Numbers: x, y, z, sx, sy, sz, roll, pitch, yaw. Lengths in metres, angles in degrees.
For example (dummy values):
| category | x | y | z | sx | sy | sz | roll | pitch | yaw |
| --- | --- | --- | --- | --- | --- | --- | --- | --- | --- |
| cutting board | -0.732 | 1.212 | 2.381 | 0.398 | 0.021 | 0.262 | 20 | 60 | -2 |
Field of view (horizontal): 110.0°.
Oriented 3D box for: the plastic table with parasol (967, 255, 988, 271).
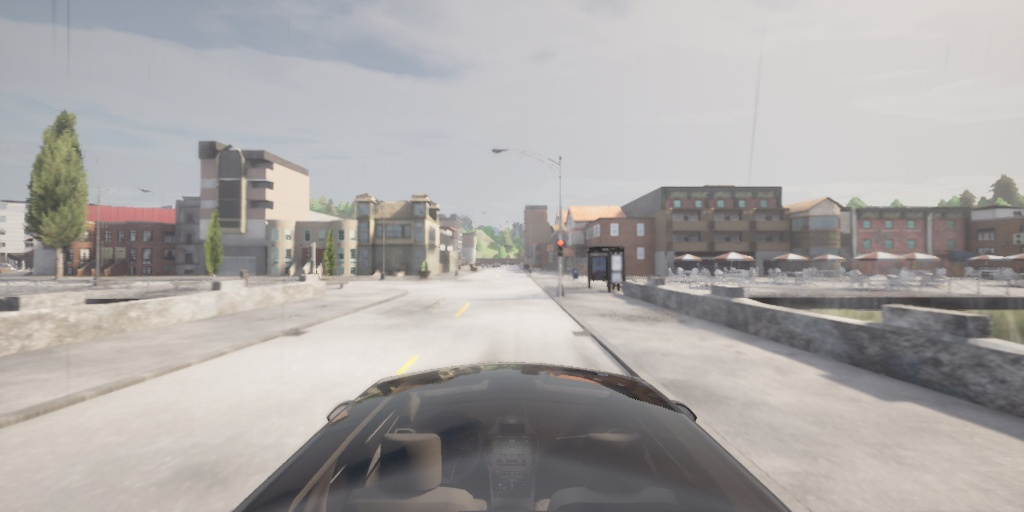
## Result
| category | x | y | z | sx | sy | sz | roll | pitch | yaw |
| --- | --- | --- | --- | --- | --- | --- | --- | --- | --- |
| plastic table with parasol | 46.714 | 1.107 | 35.238 | 2.482 | 2.480 | 2.482 | 0 | 0 | 0 |

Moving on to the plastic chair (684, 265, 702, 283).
| category | x | y | z | sx | sy | sz | roll | pitch | yaw |
| --- | --- | --- | --- | --- | --- | --- | --- | --- | --- |
| plastic chair | 15.812 | 1.662 | 31.275 | 0.750 | 1.272 | 0.730 | 0 | 0 | 0 |

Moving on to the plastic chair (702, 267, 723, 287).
| category | x | y | z | sx | sy | sz | roll | pitch | yaw |
| --- | --- | --- | --- | --- | --- | --- | --- | --- | --- |
| plastic chair | 13.908 | 1.579 | 24.877 | 0.730 | 1.272 | 0.750 | 0 | 0 | 0 |

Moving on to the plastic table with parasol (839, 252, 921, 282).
| category | x | y | z | sx | sy | sz | roll | pitch | yaw |
| --- | --- | --- | --- | --- | --- | --- | --- | --- | --- |
| plastic table with parasol | 23.807 | 0.954 | 23.322 | 2.482 | 2.480 | 2.482 | 0 | 0 | 0 |

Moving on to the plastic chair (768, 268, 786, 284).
| category | x | y | z | sx | sy | sz | roll | pitch | yaw |
| --- | --- | --- | --- | --- | --- | --- | --- | --- | --- |
| plastic chair | 21.711 | 1.639 | 29.572 | 0.730 | 1.272 | 0.750 | 0 | 0 | 0 |

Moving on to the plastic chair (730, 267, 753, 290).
| category | x | y | z | sx | sy | sz | roll | pitch | yaw |
| --- | --- | --- | --- | --- | --- | --- | --- | --- | --- |
| plastic chair | 15.007 | 1.561 | 23.476 | 0.750 | 1.272 | 0.730 | 0 | 0 | 0 |

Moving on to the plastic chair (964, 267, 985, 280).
| category | x | y | z | sx | sy | sz | roll | pitch | yaw |
| --- | --- | --- | --- | --- | --- | --- | --- | --- | --- |
| plastic chair | 45.514 | 1.712 | 35.359 | 0.730 | 1.272 | 0.750 | 0 | 0 | 0 |

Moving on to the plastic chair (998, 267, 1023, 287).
| category | x | y | z | sx | sy | sz | roll | pitch | yaw |
| --- | --- | --- | --- | --- | --- | --- | --- | --- | --- |
| plastic chair | 36.671 | 1.594 | 26.262 | 0.730 | 1.272 | 0.750 | 0 | 0 | 0 |

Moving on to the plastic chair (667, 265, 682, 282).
| category | x | y | z | sx | sy | sz | roll | pitch | yaw |
| --- | --- | --- | --- | --- | --- | --- | --- | --- | --- |
| plastic chair | 14.712 | 1.681 | 32.676 | 0.730 | 1.272 | 0.750 | 0 | 0 | 0 |

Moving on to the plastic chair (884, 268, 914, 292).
| category | x | y | z | sx | sy | sz | roll | pitch | yaw |
| --- | --- | --- | --- | --- | --- | --- | --- | --- | --- |
| plastic chair | 23.706 | 1.540 | 21.972 | 0.750 | 1.272 | 0.730 | 0 | 0 | 0 |

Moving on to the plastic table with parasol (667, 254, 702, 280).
| category | x | y | z | sx | sy | sz | roll | pitch | yaw |
| --- | --- | --- | --- | --- | --- | --- | --- | --- | --- |
| plastic table with parasol | 15.932 | 1.075 | 32.555 | 2.482 | 2.480 | 2.482 | 0 | 0 | 0 |

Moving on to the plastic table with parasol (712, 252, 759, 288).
| category | x | y | z | sx | sy | sz | roll | pitch | yaw |
| --- | --- | --- | --- | --- | --- | --- | --- | --- | --- |
| plastic table with parasol | 15.178 | 0.973 | 24.736 | 2.482 | 2.480 | 2.482 | 0 | 0 | 0 |

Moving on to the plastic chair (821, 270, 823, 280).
| category | x | y | z | sx | sy | sz | roll | pitch | yaw |
| --- | --- | --- | --- | --- | --- | --- | --- | --- | --- |
| plastic chair | 28.813 | 1.700 | 34.268 | 0.730 | 1.272 | 0.750 | 0 | 0 | 0 |

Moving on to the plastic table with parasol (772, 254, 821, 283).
| category | x | y | z | sx | sy | sz | roll | pitch | yaw |
| --- | --- | --- | --- | --- | --- | --- | --- | --- | --- |
| plastic table with parasol | 22.911 | 1.035 | 29.522 | 2.482 | 2.480 | 2.482 | 0 | 0 | 0 |

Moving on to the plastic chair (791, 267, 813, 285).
| category | x | y | z | sx | sy | sz | roll | pitch | yaw |
| --- | --- | --- | --- | --- | --- | --- | --- | --- | --- |
| plastic chair | 22.810 | 1.621 | 28.172 | 0.750 | 1.272 | 0.730 | 0 | 0 | 0 |

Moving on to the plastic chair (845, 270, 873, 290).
| category | x | y | z | sx | sy | sz | roll | pitch | yaw |
| --- | --- | --- | --- | --- | --- | --- | --- | --- | --- |
| plastic chair | 22.607 | 1.559 | 23.372 | 0.730 | 1.272 | 0.750 | 0 | 0 | 0 |

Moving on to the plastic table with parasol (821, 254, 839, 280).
| category | x | y | z | sx | sy | sz | roll | pitch | yaw |
| --- | --- | --- | --- | --- | --- | --- | --- | --- | --- |
| plastic table with parasol | 30.243 | 1.095 | 34.237 | 2.482 | 2.480 | 2.482 | 0 | 0 | 0 |

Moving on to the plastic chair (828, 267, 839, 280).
| category | x | y | z | sx | sy | sz | roll | pitch | yaw |
| --- | --- | --- | --- | --- | --- | --- | --- | --- | --- |
| plastic chair | 29.912 | 1.681 | 32.867 | 0.750 | 1.272 | 0.730 | 0 | 0 | 0 |

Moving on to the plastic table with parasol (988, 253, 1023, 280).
| category | x | y | z | sx | sy | sz | roll | pitch | yaw |
| --- | --- | --- | --- | --- | --- | --- | --- | --- | --- |
| plastic table with parasol | 37.799 | 0.990 | 26.174 | 2.482 | 2.480 | 2.482 | 0 | 0 | 0 |

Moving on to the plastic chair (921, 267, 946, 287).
| category | x | y | z | sx | sy | sz | roll | pitch | yaw |
| --- | --- | --- | --- | --- | --- | --- | --- | --- | --- |
| plastic chair | 30.509 | 1.590 | 25.868 | 0.750 | 1.272 | 0.730 | 0 | 0 | 0 |

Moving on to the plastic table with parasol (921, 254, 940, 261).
| category | x | y | z | sx | sy | sz | roll | pitch | yaw |
| --- | --- | --- | --- | --- | --- | --- | --- | --- | --- |
| plastic table with parasol | 30.519 | 1.003 | 27.148 | 2.482 | 2.480 | 2.482 | 0 | 0 | 0 |
